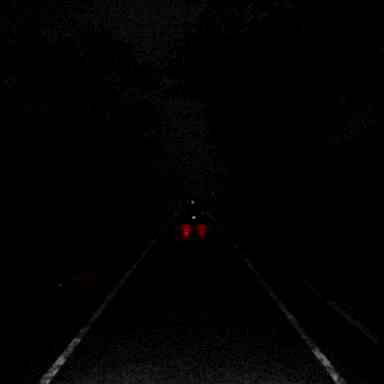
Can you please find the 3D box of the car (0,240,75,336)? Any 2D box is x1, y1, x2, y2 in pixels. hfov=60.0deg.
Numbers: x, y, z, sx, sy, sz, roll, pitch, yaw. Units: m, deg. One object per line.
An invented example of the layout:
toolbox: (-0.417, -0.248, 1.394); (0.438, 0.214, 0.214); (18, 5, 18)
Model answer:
car: (-3.592, 1.543, 5.309); (2.033, 1.411, 5.357); (0, 0, 0)

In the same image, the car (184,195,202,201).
car: (0.131, 1.411, 43.239); (2.150, 2.045, 5.566); (0, -2, 1)

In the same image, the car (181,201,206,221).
car: (0.138, 1.606, 26.704); (1.895, 1.301, 4.718); (0, 0, 0)
